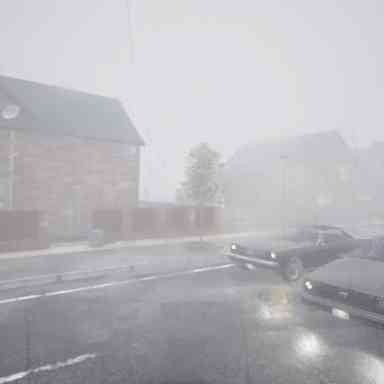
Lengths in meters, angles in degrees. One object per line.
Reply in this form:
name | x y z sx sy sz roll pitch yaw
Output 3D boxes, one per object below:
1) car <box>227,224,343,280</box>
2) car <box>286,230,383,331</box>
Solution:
car | 3.344 1.657 10.000 4.718 1.301 1.895 1 0 -35
car | 4.582 1.602 6.904 5.357 1.411 2.033 1 0 -35
